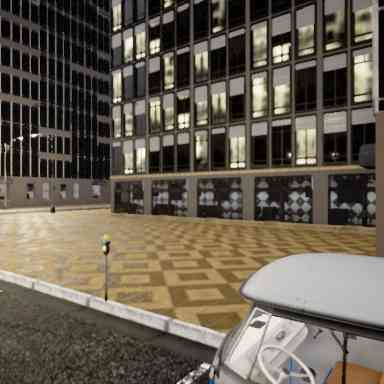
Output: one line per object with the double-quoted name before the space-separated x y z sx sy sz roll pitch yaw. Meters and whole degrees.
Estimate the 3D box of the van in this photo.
"van" 1.900 1.342 1.523 3.998 1.788 1.690 0 0 35
